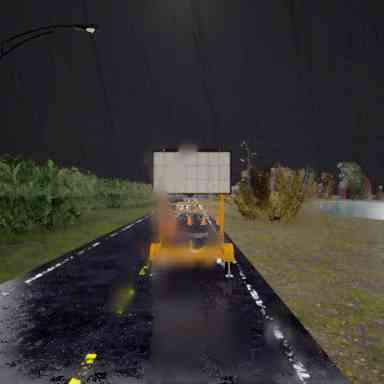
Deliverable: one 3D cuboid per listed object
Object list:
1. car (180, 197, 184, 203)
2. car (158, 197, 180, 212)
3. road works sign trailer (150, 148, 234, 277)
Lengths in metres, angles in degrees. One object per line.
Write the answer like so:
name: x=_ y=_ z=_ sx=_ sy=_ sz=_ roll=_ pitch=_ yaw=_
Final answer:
car: x=-2.772 y=1.763 z=73.902 sx=1.895 sy=1.301 sz=4.718 roll=0 pitch=0 yaw=0
car: x=-2.861 y=1.599 z=39.085 sx=2.033 sy=1.411 sz=5.357 roll=0 pitch=0 yaw=0
road works sign trailer: x=-0.004 y=0.471 z=10.234 sx=2.380 sy=3.560 sz=2.880 roll=0 pitch=0 yaw=0
